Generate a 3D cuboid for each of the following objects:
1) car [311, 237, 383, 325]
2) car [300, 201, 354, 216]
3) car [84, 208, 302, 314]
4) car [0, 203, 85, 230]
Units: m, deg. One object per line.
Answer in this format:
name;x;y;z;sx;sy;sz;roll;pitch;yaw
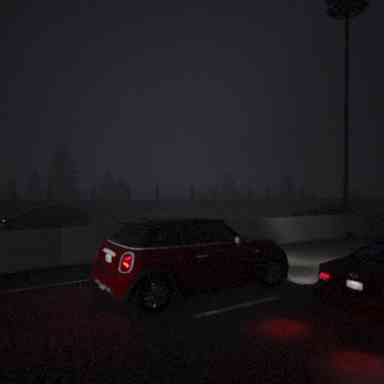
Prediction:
car;4.785;1.541;6.575;5.357;1.411;2.033;0;0;-30
car;9.669;1.467;24.675;5.008;1.535;1.882;0;0;-22
car;0.128;1.333;7.752;4.553;1.767;2.097;0;0;-33
car;-8.434;1.444;19.126;4.892;1.490;1.837;0;0;-32
